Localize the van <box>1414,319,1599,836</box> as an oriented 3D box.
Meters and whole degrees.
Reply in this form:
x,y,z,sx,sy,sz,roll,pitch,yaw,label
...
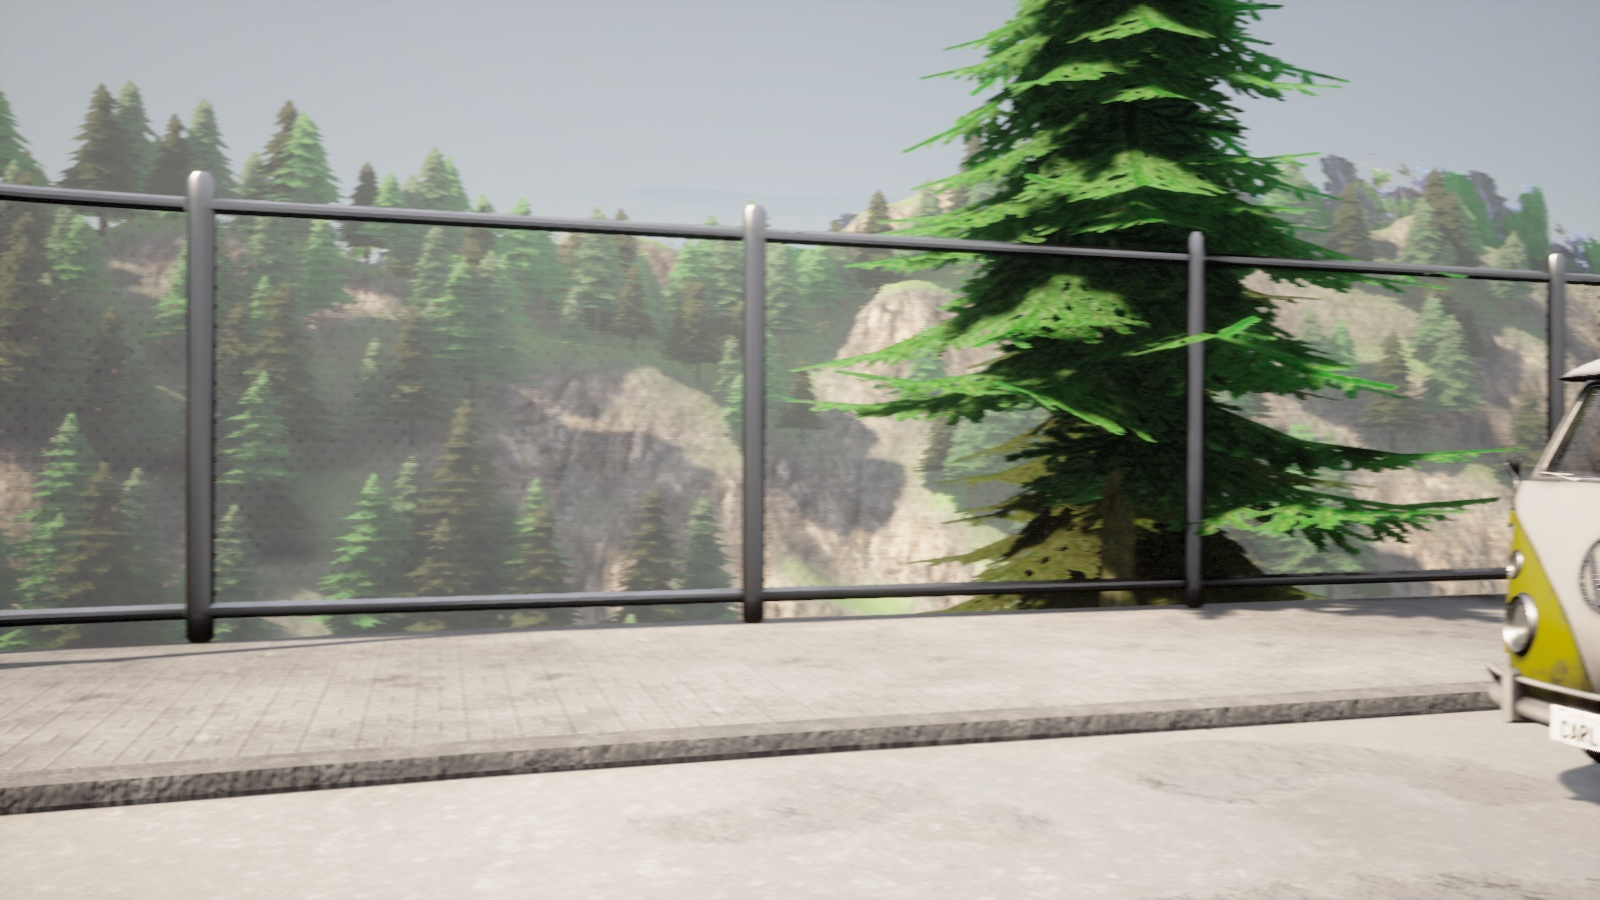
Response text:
x,y,z,sx,sy,sz,roll,pitch,yaw,label
5.183,0.489,5.511,4.442,1.987,1.775,0,0,-16,van
